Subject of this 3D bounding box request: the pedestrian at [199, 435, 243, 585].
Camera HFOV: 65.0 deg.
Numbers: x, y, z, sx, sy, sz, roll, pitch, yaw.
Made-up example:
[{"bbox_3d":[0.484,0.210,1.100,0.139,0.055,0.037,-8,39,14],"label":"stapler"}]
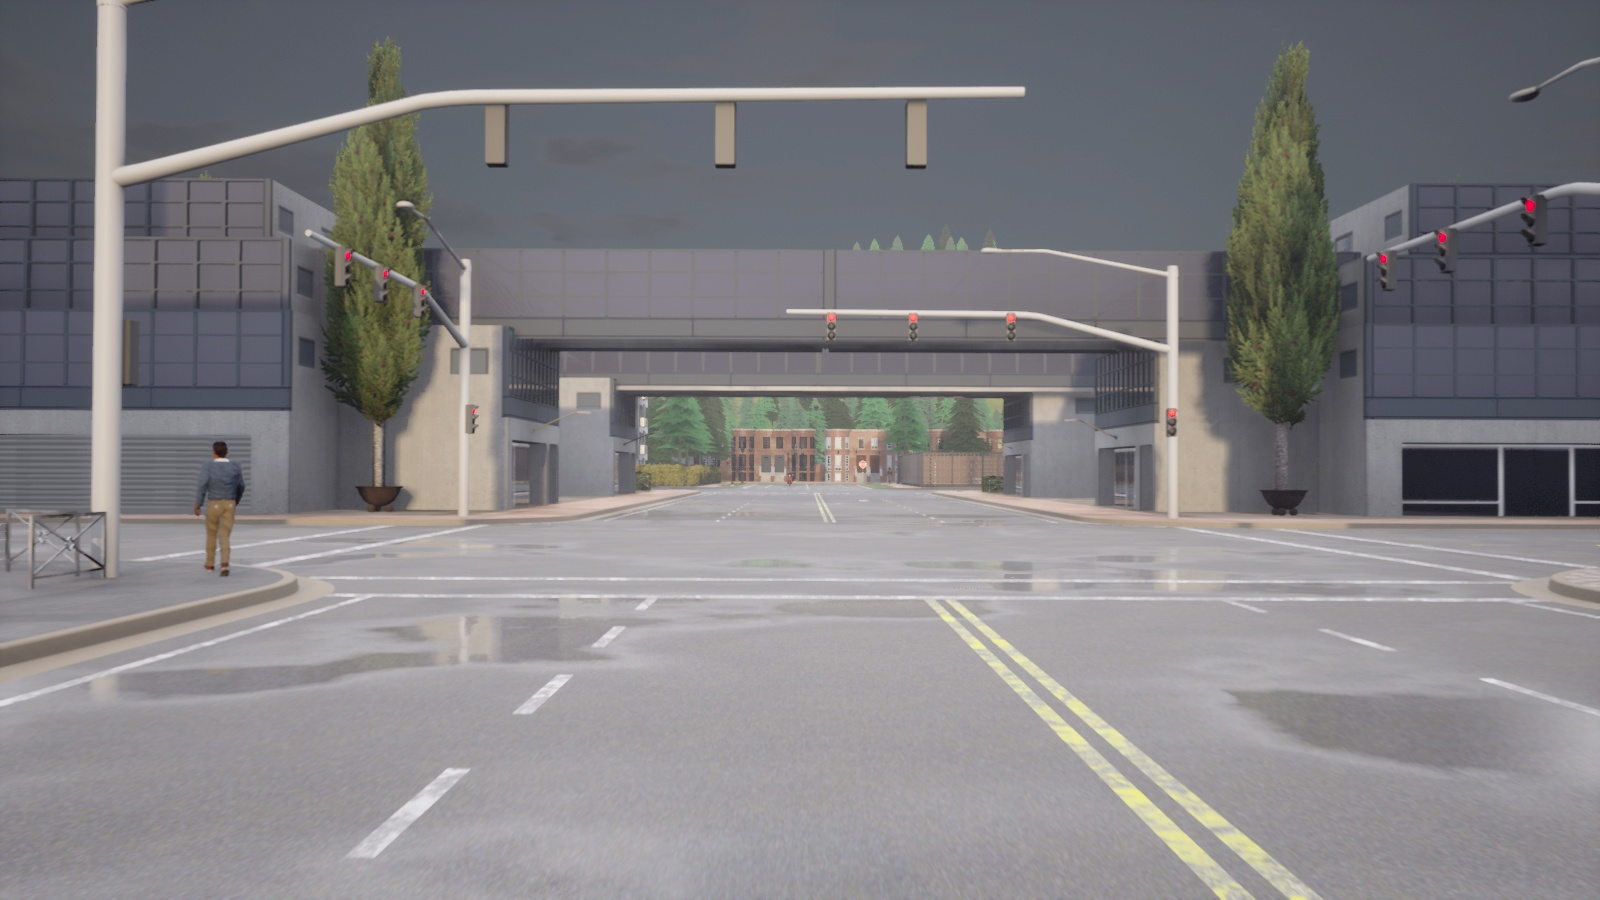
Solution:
[{"bbox_3d":[-7.744,0.783,16.778,0.423,1.949,0.788,0,-1,-33],"label":"pedestrian"}]
